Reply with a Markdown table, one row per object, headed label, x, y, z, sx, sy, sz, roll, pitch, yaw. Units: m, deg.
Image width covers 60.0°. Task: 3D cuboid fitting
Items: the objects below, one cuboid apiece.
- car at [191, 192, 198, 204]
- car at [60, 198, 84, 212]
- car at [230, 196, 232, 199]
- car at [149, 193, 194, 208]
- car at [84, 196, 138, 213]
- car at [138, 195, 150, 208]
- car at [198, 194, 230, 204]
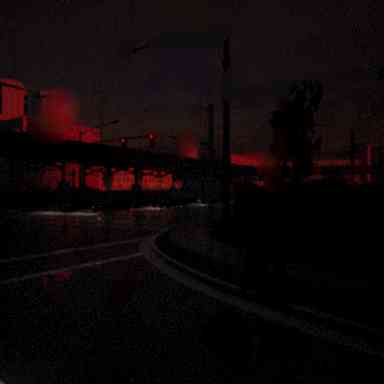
| label | x | y | z | sx | sy | sz | roll | pitch | yaw |
| --- | --- | --- | --- | --- | --- | --- | --- | --- | --- |
| car | -0.923 | 0.923 | 50.623 | 2.097 | 1.767 | 4.553 | 0 | 1 | 37 |
| car | -11.960 | 1.348 | 36.026 | 1.812 | 1.442 | 4.674 | 0 | 1 | 37 |
| car | 5.096 | 0.981 | 58.553 | 1.895 | 1.301 | 4.718 | 0 | 1 | 37 |
| car | -2.521 | 1.240 | 42.712 | 2.033 | 1.411 | 5.357 | 0 | 1 | 37 |
| car | -8.393 | 1.314 | 34.939 | 1.837 | 1.490 | 4.892 | 0 | 1 | 37 |
| car | -6.441 | 1.203 | 43.329 | 2.128 | 1.511 | 4.902 | 0 | 1 | 37 |
| car | 3.355 | 1.058 | 50.481 | 1.812 | 1.442 | 4.674 | 0 | 1 | 37 |
